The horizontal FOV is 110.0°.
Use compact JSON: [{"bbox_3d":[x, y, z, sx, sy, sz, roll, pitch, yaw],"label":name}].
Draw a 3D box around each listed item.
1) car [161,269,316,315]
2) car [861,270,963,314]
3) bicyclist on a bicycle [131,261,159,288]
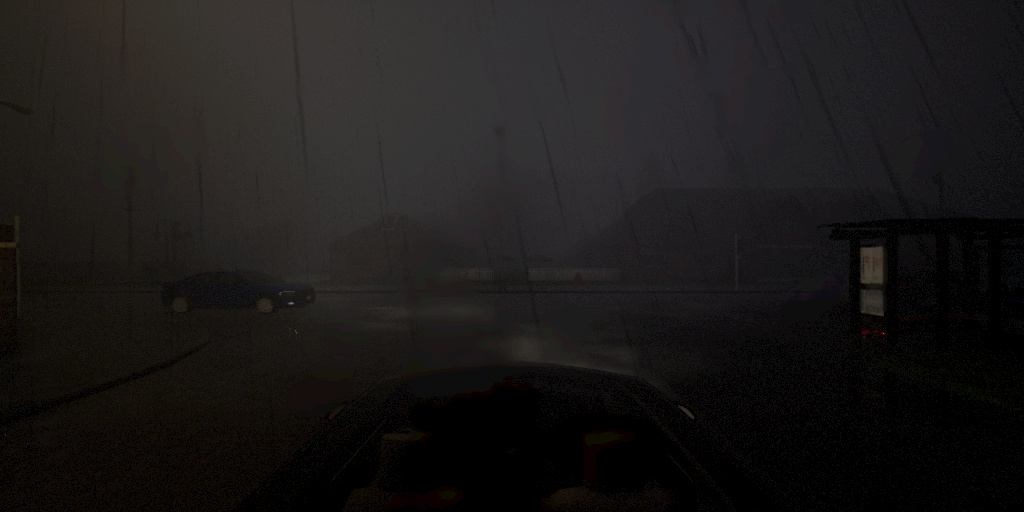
[{"bbox_3d":[-9.813,1.228,13.060,5.008,1.535,1.882,0,0,4],"label":"car"},{"bbox_3d":[15.684,1.255,13.126,4.892,1.490,1.837,0,0,0],"label":"car"},{"bbox_3d":[-22.104,1.099,21.627,0.582,1.620,1.656,0,0,0],"label":"bicyclist on a bicycle"}]
